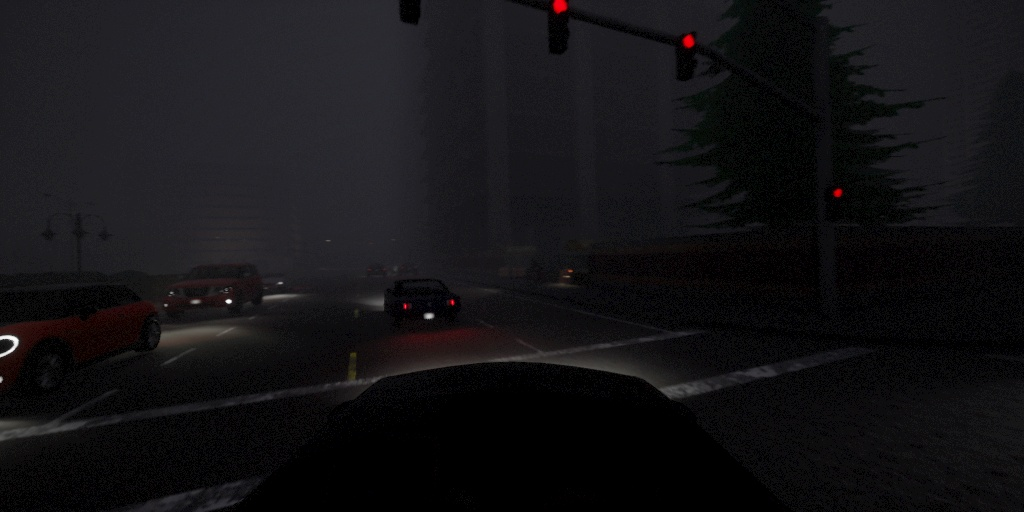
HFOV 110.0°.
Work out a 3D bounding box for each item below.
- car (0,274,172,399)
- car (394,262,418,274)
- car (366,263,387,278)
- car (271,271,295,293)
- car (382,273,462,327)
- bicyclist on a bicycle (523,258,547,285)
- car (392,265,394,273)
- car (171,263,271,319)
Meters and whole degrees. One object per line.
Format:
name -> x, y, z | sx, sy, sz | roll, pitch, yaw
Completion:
car -> -8.737, 1.341, 6.521 | 2.097, 1.767, 4.553 | -2, 0, -23
car -> -12.730, 1.480, 43.537 | 2.097, 1.767, 4.553 | -2, 0, -23
car -> -15.782, 1.577, 41.634 | 2.097, 1.767, 4.553 | -2, 0, -22
car -> -16.369, 1.765, 24.668 | 1.812, 1.442, 4.674 | -2, 0, -23
car -> -3.195, 1.413, 12.051 | 1.895, 1.301, 4.718 | -2, 0, -23
bicyclist on a bicycle -> 1.427, 0.967, 22.268 | 1.656, 1.620, 0.582 | -2, 0, -23
car -> -16.617, 1.782, 52.705 | 1.812, 1.442, 4.674 | -2, 0, -23
car -> -12.517, 1.335, 15.499 | 2.150, 2.045, 5.566 | -2, 0, -23
